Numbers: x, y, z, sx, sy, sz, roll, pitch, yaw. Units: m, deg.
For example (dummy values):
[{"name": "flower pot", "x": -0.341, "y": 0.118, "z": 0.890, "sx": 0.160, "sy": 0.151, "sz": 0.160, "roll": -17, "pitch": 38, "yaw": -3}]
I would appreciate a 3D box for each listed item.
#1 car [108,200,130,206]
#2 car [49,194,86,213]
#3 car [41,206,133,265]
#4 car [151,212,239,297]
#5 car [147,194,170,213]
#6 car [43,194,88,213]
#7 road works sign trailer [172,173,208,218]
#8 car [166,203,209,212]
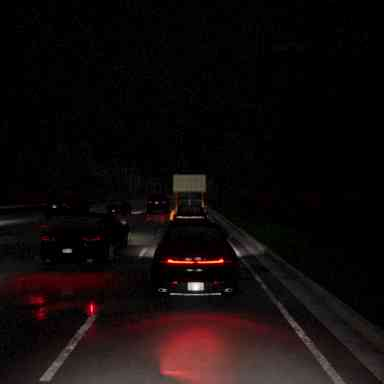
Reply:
[{"name": "car", "x": -7.128, "y": 1.527, "z": 32.629, "sx": 1.812, "sy": 1.442, "sz": 4.674, "roll": 0, "pitch": 0, "yaw": 0}, {"name": "car", "x": -14.187, "y": 1.222, "z": 38.388, "sx": 2.150, "sy": 2.045, "sz": 5.566, "roll": 0, "pitch": 0, "yaw": 0}, {"name": "car", "x": -3.466, "y": 1.478, "z": 11.685, "sx": 1.882, "sy": 1.535, "sz": 5.008, "roll": 0, "pitch": 0, "yaw": 0}, {"name": "car", "x": 0.054, "y": 1.505, "z": 8.597, "sx": 1.837, "sy": 1.490, "sz": 4.892, "roll": 0, "pitch": 0, "yaw": 0}, {"name": "car", "x": -3.666, "y": 1.224, "z": 36.829, "sx": 2.150, "sy": 2.045, "sz": 5.566, "roll": 0, "pitch": 0, "yaw": 0}, {"name": "car", "x": -10.597, "y": 1.224, "z": 28.243, "sx": 2.150, "sy": 2.045, "sz": 5.566, "roll": 0, "pitch": 0, "yaw": -1}, {"name": "road works sign trailer", "x": -0.169, "y": 0.466, "z": 22.853, "sx": 2.380, "sy": 3.560, "sz": 2.880, "roll": 0, "pitch": 0, "yaw": -3}, {"name": "car", "x": -0.045, "y": 1.489, "z": 18.983, "sx": 2.128, "sy": 1.511, "sz": 4.902, "roll": 1, "pitch": 0, "yaw": 1}]
